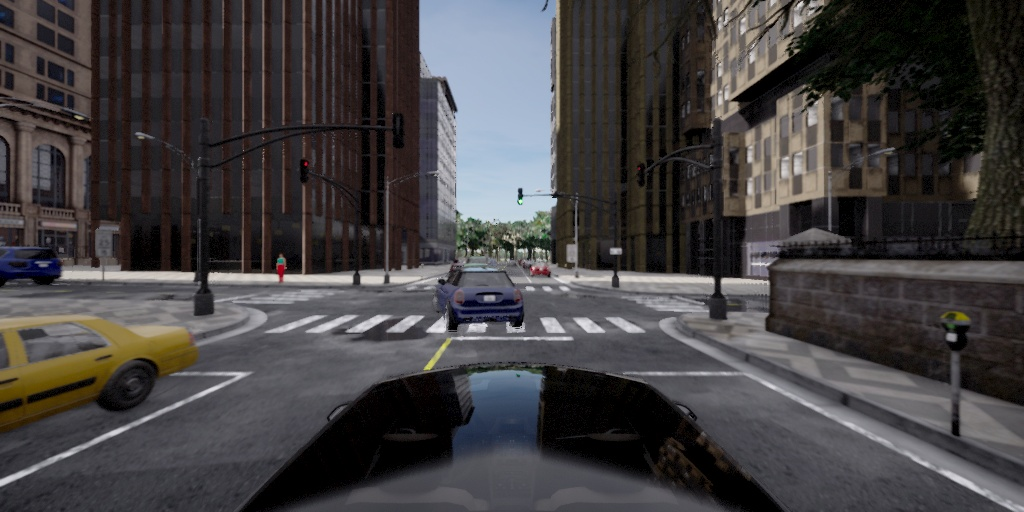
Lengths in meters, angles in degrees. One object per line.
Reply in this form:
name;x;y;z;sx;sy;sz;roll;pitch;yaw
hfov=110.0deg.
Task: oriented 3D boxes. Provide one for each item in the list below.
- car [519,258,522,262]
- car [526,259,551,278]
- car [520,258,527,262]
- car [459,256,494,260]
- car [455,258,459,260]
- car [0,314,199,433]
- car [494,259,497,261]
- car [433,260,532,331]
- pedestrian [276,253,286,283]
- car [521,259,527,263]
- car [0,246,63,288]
car;2.738;1.471;62.846;1.888;1.381;4.507;0;0;0
car;2.749;1.284;35.658;1.967;1.591;4.097;0;0;0
car;2.740;1.454;57.409;1.888;1.381;4.507;0;0;0
car;-3.115;1.056;32.566;2.150;2.045;5.566;0;0;0
car;-5.779;1.174;41.093;2.192;1.841;5.009;0;0;0
car;-5.764;1.280;3.515;1.751;1.417;4.829;0;0;0
car;-3.092;1.412;42.935;2.033;1.411;5.357;0;0;1
car;-1.224;1.130;11.432;2.097;1.767;4.553;1;0;-17
pedestrian;-13.775;0.696;21.387;0.375;1.860;0.375;0;-1;0
car;2.742;1.443;51.971;2.007;1.370;4.403;0;0;0
car;-26.626;0.519;18.330;5.566;2.045;2.150;1;0;0
